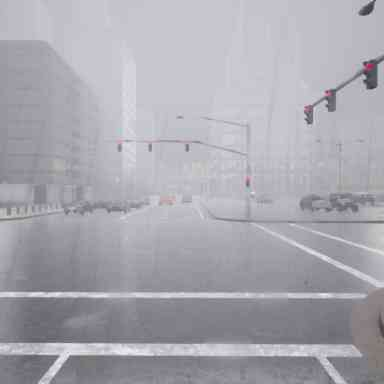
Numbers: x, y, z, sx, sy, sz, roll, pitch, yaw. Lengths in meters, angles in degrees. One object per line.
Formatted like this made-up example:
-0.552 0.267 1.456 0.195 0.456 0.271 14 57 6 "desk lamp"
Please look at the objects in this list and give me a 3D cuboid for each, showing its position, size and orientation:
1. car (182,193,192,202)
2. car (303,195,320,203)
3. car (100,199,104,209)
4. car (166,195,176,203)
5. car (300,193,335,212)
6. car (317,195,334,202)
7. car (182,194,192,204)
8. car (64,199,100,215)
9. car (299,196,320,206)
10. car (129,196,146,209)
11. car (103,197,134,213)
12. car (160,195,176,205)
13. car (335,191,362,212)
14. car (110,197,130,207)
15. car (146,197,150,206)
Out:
-1.101 1.181 74.352 2.097 1.767 4.553 0 0 0 "car"
24.466 1.395 68.238 1.970 1.475 3.806 0 0 0 "car"
-11.524 1.601 43.365 1.895 1.301 4.718 0 0 0 "car"
-4.581 1.501 73.084 1.837 1.490 4.892 0 0 0 "car"
13.169 1.153 35.698 1.932 1.855 4.605 0 0 0 "car"
27.361 1.364 68.243 1.784 1.438 3.905 0 0 0 "car"
-1.051 1.601 65.624 1.895 1.301 4.718 0 0 0 "car"
-11.471 1.492 34.097 2.128 1.511 4.902 0 0 0 "car"
18.731 1.395 53.123 1.970 1.475 3.806 0 0 0 "car"
-8.034 1.352 45.393 2.097 1.767 4.553 0 0 0 "car"
-7.986 1.564 36.691 1.994 1.385 4.181 0 0 0 "car"
-4.405 1.352 57.508 2.097 1.767 4.553 0 0 0 "car"
16.064 1.156 35.650 1.905 1.878 3.866 0 0 0 "car"
-11.576 1.547 53.905 2.033 1.411 5.357 0 0 0 "car"
-8.080 1.491 55.277 2.128 1.511 4.902 0 0 0 "car"
